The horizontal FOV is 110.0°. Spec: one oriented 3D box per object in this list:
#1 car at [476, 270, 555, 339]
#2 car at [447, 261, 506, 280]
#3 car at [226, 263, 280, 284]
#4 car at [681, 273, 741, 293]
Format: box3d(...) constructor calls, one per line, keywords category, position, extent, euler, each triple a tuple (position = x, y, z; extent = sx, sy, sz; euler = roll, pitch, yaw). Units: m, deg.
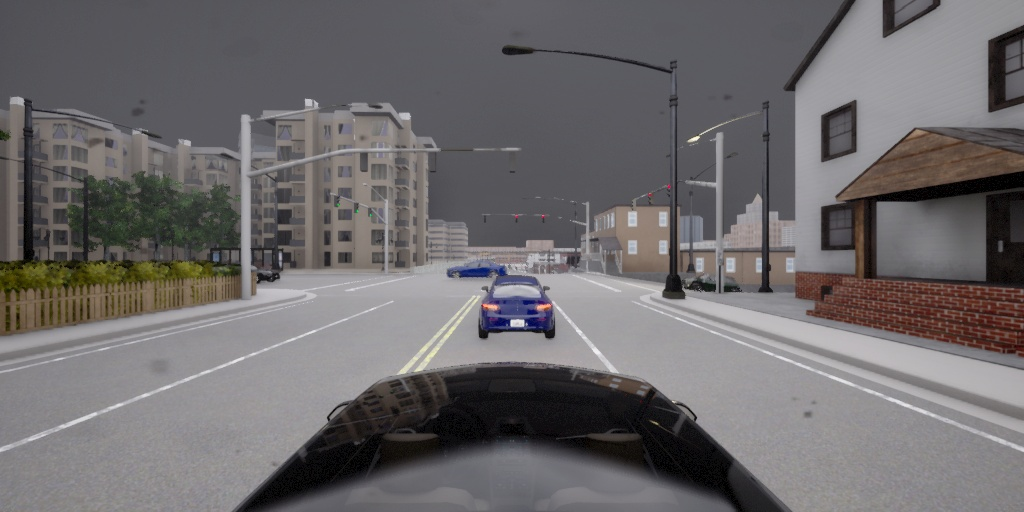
box3d(category="car", position=(0.110, 1.275, 9.991), extent=(1.812, 1.442, 4.674), euler=(0, 0, 0))
box3d(category="car", position=(-2.913, 1.173, 29.926), extent=(5.008, 1.535, 1.882), euler=(0, 0, 1))
box3d(category="car", position=(-19.815, 1.253, 26.487), extent=(4.892, 1.490, 1.837), euler=(0, 0, 1))
box3d(category="car", position=(16.282, 2.214, 29.672), extent=(4.553, 1.767, 2.097), euler=(8, 0, 0))
